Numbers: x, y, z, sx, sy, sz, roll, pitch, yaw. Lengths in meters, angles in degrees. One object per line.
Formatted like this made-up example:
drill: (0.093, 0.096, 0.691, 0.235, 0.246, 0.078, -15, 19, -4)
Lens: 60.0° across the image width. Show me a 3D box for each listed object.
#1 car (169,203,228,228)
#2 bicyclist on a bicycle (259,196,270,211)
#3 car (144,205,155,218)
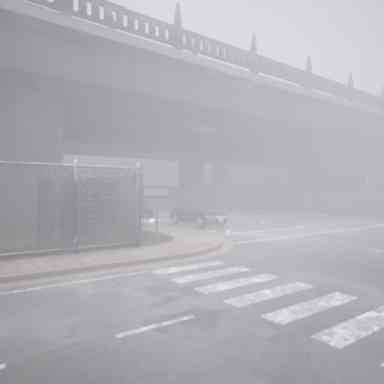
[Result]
car: (0.331, 1.494, 22.242, 2.128, 1.511, 4.902, 0, 0, -36)
bicyclist on a bicycle: (7.938, 1.305, 36.425, 1.656, 1.620, 0.582, 0, 0, -36)
car: (-5.392, 1.550, 30.136, 2.033, 1.411, 5.357, 0, 0, -36)
